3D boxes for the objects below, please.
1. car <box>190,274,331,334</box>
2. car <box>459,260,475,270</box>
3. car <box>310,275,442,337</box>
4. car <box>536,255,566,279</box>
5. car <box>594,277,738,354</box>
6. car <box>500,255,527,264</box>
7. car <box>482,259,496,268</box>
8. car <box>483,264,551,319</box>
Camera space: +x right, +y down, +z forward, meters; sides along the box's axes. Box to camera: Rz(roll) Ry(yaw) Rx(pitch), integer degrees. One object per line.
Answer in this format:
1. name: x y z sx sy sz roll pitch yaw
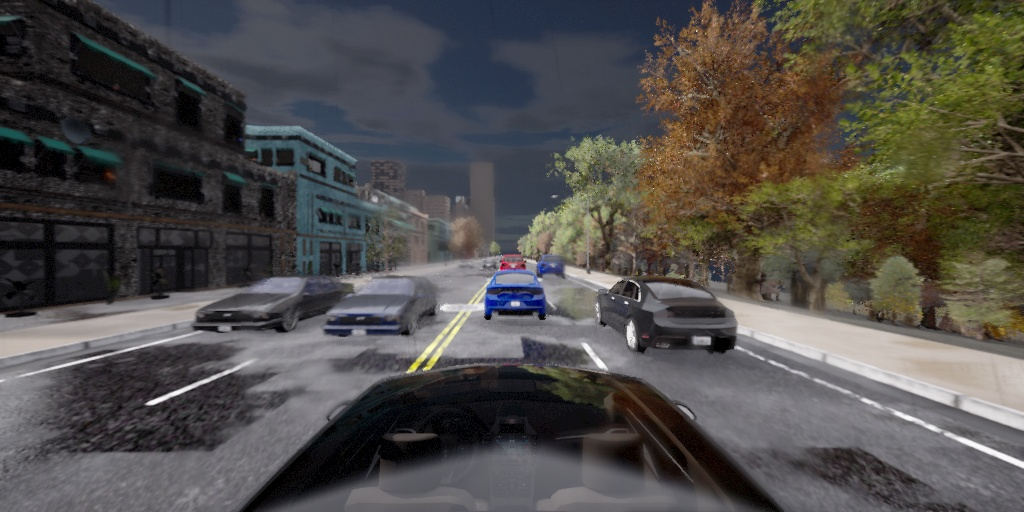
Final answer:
1. car: -6.601 1.281 10.899 2.033 1.411 5.357 0 0 0
2. car: -6.576 1.263 52.253 1.895 1.301 4.718 0 0 0
3. car: -3.353 1.282 10.500 2.033 1.411 5.357 0 0 0
4. car: 3.347 0.920 31.554 2.150 2.045 5.566 0 0 0
5. car: 3.349 1.243 8.730 1.837 1.490 4.892 0 0 0
6. car: 0.098 0.920 31.493 2.150 2.045 5.566 0 0 0
7. car: -3.319 1.152 53.128 2.128 1.511 4.902 0 0 0
8. car: 0.100 1.209 12.690 1.882 1.535 5.008 0 0 0
